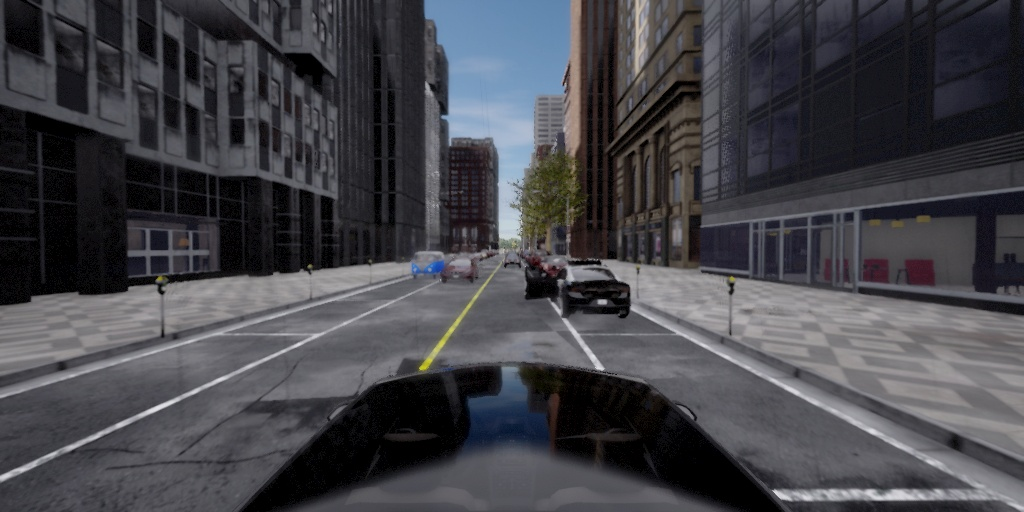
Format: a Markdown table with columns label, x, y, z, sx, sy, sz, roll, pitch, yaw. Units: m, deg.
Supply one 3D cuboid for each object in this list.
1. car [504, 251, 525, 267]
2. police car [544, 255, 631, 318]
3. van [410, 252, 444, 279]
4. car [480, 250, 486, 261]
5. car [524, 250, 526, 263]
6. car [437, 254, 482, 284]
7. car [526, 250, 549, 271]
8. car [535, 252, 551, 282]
| label | x | y | z | sx | sy | sz | roll | pitch | yaw |
| --- | --- | --- | --- | --- | --- | --- | --- | --- | --- |
| car | 0.071 | 0.482 | 40.182 | 2.033 | 1.411 | 5.357 | 0 | 1 | 0 |
| police car | 2.364 | 0.947 | 11.975 | 1.930 | 1.638 | 5.238 | 0 | 1 | 0 |
| van | -5.672 | 0.592 | 24.590 | 1.690 | 1.789 | 3.998 | 0 | 0 | 0 |
| car | -5.678 | 0.156 | 58.416 | 1.802 | 1.307 | 4.207 | 0 | 0 | 0 |
| car | 2.851 | 0.224 | 41.489 | 2.192 | 1.841 | 5.009 | 0 | 0 | 0 |
| car | -3.102 | 0.828 | 22.142 | 1.812 | 1.442 | 4.674 | 0 | 1 | 0 |
| car | 2.851 | 0.336 | 35.852 | 2.192 | 1.841 | 5.009 | 0 | 0 | 0 |
| car | 2.853 | 0.691 | 24.575 | 1.967 | 1.591 | 4.097 | 0 | 0 | 0 |
